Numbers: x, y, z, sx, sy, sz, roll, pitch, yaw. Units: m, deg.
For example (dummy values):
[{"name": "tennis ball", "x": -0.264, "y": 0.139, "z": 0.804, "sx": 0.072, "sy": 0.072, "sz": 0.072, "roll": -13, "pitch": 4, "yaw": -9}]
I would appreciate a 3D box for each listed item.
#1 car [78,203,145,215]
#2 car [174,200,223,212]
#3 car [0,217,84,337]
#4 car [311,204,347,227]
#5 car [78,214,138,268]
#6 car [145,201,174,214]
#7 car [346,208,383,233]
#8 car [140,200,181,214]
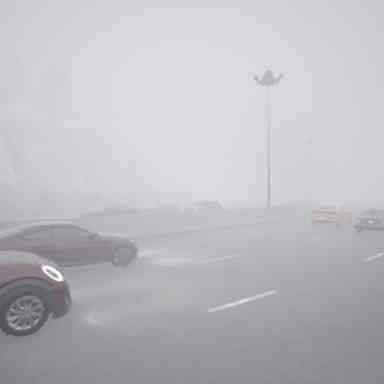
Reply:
[{"name": "car", "x": -6.518, "y": 1.637, "z": 26.376, "sx": 1.882, "sy": 1.535, "sz": 5.008, "roll": 0, "pitch": 0, "yaw": 44}, {"name": "car", "x": 0.894, "y": 1.509, "z": 29.474, "sx": 2.097, "sy": 1.767, "sz": 4.553, "roll": 0, "pitch": 0, "yaw": 39}, {"name": "car", "x": -4.354, "y": 1.394, "z": 5.240, "sx": 4.553, "sy": 1.767, "sz": 2.097, "roll": 0, "pitch": 0, "yaw": -35}, {"name": "car", "x": 10.172, "y": 1.583, "z": 24.019, "sx": 1.882, "sy": 1.535, "sz": 5.008, "roll": 0, "pitch": 0, "yaw": 38}, {"name": "car", "x": -3.875, "y": 1.590, "z": 9.890, "sx": 4.674, "sy": 1.442, "sz": 1.812, "roll": 0, "pitch": 0, "yaw": -37}, {"name": "car", "x": -3.131, "y": 1.747, "z": 35.521, "sx": 2.033, "sy": 1.411, "sz": 5.357, "roll": 0, "pitch": 0, "yaw": 37}, {"name": "car", "x": 10.936, "y": 1.625, "z": 19.262, "sx": 2.033, "sy": 1.411, "sz": 5.357, "roll": 0, "pitch": 0, "yaw": 40}, {"name": "car", "x": -3.745, "y": 1.777, "z": 40.746, "sx": 2.033, "sy": 1.411, "sz": 5.357, "roll": 0, "pitch": 0, "yaw": 33}]
